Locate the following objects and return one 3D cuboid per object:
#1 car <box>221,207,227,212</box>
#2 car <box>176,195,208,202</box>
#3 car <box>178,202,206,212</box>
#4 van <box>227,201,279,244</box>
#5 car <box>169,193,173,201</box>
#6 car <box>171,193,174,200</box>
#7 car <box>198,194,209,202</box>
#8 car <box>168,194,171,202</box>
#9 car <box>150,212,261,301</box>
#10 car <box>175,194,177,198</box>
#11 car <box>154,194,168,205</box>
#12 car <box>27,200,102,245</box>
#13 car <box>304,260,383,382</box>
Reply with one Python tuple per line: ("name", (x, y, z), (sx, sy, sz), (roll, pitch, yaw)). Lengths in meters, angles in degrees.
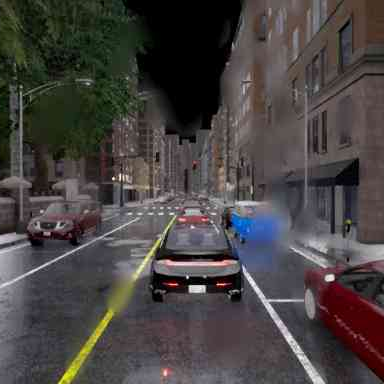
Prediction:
("car", (2.841, 1.557, 21.247), (1.947, 1.339, 4.313), (0, 0, 0))
("car", (0.029, 1.338, 27.493), (2.097, 1.767, 4.553), (0, 0, 2))
("car", (0.091, 1.519, 18.536), (1.812, 1.442, 4.674), (0, 0, 0))
("van", (2.845, 1.336, 15.586), (1.690, 1.788, 3.998), (0, 0, 0))
("car", (-5.717, 1.493, 70.131), (1.887, 1.381, 4.507), (0, 0, 0))
("car", (-5.721, 1.491, 75.582), (1.887, 1.381, 4.507), (0, 0, 0))
("car", (2.803, 1.387, 75.624), (1.967, 1.590, 4.097), (0, 0, 0))
("car", (-5.713, 1.502, 64.680), (2.008, 1.369, 4.403), (0, 0, 0))
("car", (0.094, 1.490, 8.274), (2.128, 1.511, 4.902), (0, 0, 0))
("car", (-5.728, 1.496, 86.483), (2.008, 1.369, 4.403), (0, 0, 0))
("car", (-5.710, 1.480, 59.059), (1.752, 1.417, 4.829), (0, 0, 0))
("car", (-5.680, 1.310, 15.541), (2.192, 1.841, 5.009), (0, 0, 0))
("car", (2.853, 1.544, 4.266), (1.887, 1.381, 4.507), (0, 0, 0))
